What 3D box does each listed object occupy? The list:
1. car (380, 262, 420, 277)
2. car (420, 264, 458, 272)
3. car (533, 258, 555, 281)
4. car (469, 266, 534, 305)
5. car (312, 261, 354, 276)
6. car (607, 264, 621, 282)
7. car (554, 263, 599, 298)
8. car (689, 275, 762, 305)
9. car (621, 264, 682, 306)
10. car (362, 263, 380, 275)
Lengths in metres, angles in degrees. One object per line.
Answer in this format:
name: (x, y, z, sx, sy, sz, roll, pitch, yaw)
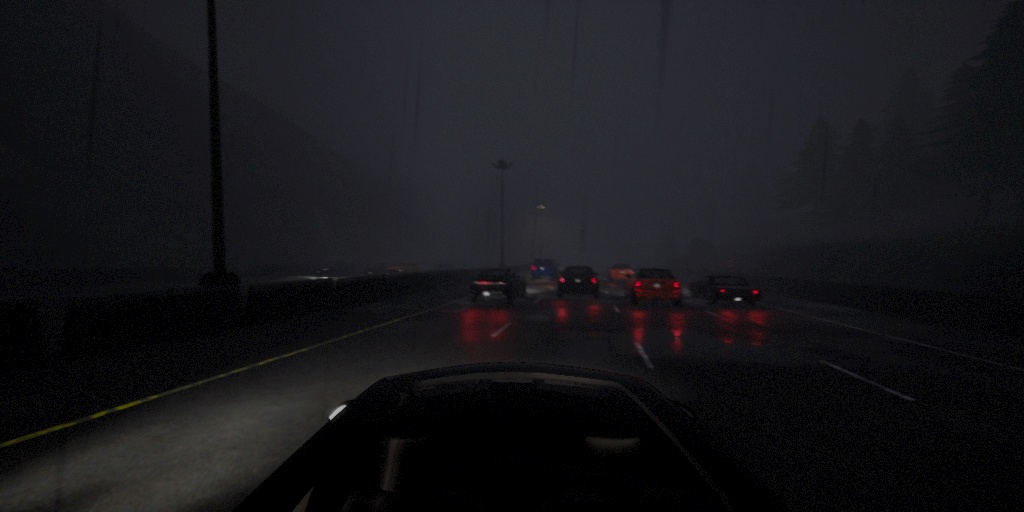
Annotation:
car: (-10.888, 1.326, 36.422, 1.882, 1.535, 5.008, 1, -1, 12)
car: (-7.244, 1.506, 36.712, 1.895, 1.301, 4.718, 1, 0, 12)
car: (3.260, 1.271, 34.923, 2.150, 2.045, 5.566, 1, 0, 12)
car: (-0.520, 1.348, 16.927, 2.128, 1.511, 4.902, 1, 0, 12)
car: (-18.031, 1.267, 36.510, 1.812, 1.442, 4.674, 1, -1, 12)
car: (10.204, 1.498, 33.948, 2.097, 1.767, 4.553, 1, 0, 12)
car: (3.740, 1.299, 20.157, 2.097, 1.767, 4.553, 1, 0, 11)
car: (10.422, 1.630, 17.956, 1.895, 1.301, 4.718, 1, 0, 12)
car: (6.784, 1.326, 17.663, 2.097, 1.767, 4.553, 1, 0, 13)
car: (-13.985, 1.420, 38.650, 1.895, 1.301, 4.718, 1, 0, 12)
